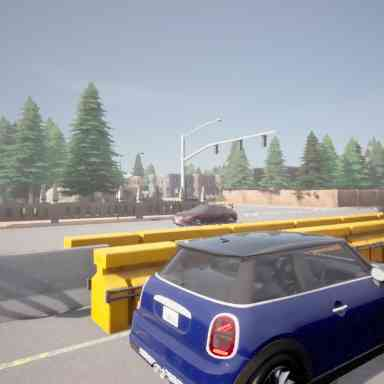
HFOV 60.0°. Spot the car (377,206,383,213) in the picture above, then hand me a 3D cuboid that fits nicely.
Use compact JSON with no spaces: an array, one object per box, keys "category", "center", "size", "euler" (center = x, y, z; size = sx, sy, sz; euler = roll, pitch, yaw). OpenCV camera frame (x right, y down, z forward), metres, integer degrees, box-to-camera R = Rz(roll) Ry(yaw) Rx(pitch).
[{"category":"car","center":[18.483,1.564,28.988],"size":[4.181,1.385,1.994],"euler":[0,0,33]}]

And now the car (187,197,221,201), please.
[{"category":"car","center":[1.080,1.502,42.542],"size":[1.837,1.490,4.892],"euler":[0,1,-35]}]

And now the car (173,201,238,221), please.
[{"category":"car","center":[0.982,1.525,21.743],"size":[4.674,1.442,1.812],"euler":[0,0,-36]}]

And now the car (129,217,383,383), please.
[{"category":"car","center":[1.502,1.352,4.797],"size":[4.553,1.767,2.097],"euler":[0,0,-35]}]

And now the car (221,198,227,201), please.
[{"category":"car","center":[3.568,1.477,45.082],"size":[1.882,1.535,5.008],"euler":[0,0,-35]}]
